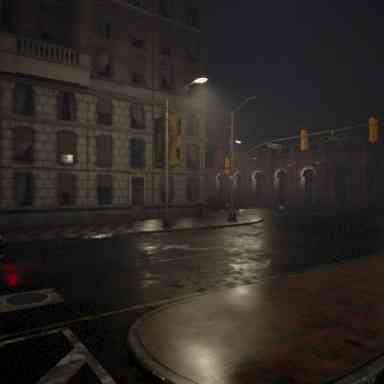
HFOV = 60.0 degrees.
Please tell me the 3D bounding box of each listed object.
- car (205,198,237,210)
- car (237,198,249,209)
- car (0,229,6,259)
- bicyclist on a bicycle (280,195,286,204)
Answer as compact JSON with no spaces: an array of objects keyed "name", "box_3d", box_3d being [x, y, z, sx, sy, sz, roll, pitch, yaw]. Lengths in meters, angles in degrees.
[{"name":"car","box_3d":[2.966,1.492,43.026,2.128,1.511,4.902,0,0,-36]},{"name":"car","box_3d":[5.711,1.526,45.207,1.812,1.442,4.674,0,0,-36]},{"name":"car","box_3d":[-7.529,1.491,8.446,4.902,1.511,2.128,0,0,-35]},{"name":"bicyclist on a bicycle","box_3d":[15.449,1.300,56.436,1.656,1.620,0.582,0,0,-36]}]
